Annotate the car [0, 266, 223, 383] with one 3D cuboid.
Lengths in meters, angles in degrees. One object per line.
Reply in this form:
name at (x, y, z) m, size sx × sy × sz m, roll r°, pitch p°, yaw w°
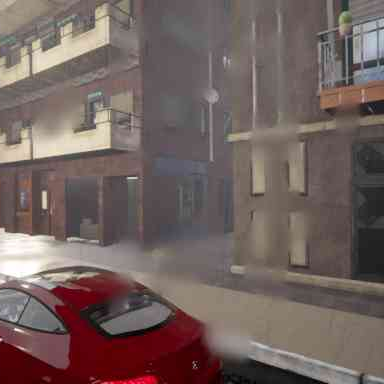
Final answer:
car at (-1.633, 1.583, 4.011) m, size 4.206 × 1.307 × 1.802 m, roll 0°, pitch -1°, yaw 35°
